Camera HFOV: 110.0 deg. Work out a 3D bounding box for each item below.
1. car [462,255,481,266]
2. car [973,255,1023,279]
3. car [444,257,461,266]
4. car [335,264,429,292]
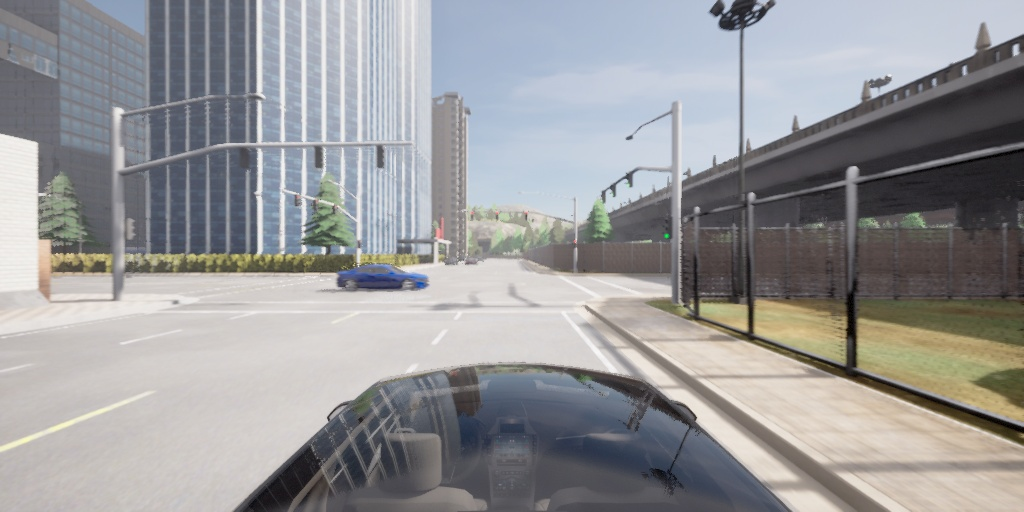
[{"bbox_3d":[-7.047,1.016,62.424,1.994,1.385,4.181,0,0,1],"label":"car"},{"bbox_3d":[43.410,0.887,30.801,5.566,2.045,2.150,0,0,0],"label":"car"},{"bbox_3d":[-10.543,0.957,62.365,1.837,1.490,4.892,0,0,1],"label":"car"},{"bbox_3d":[-7.198,1.217,20.142,5.008,1.535,1.882,0,0,0],"label":"car"}]
